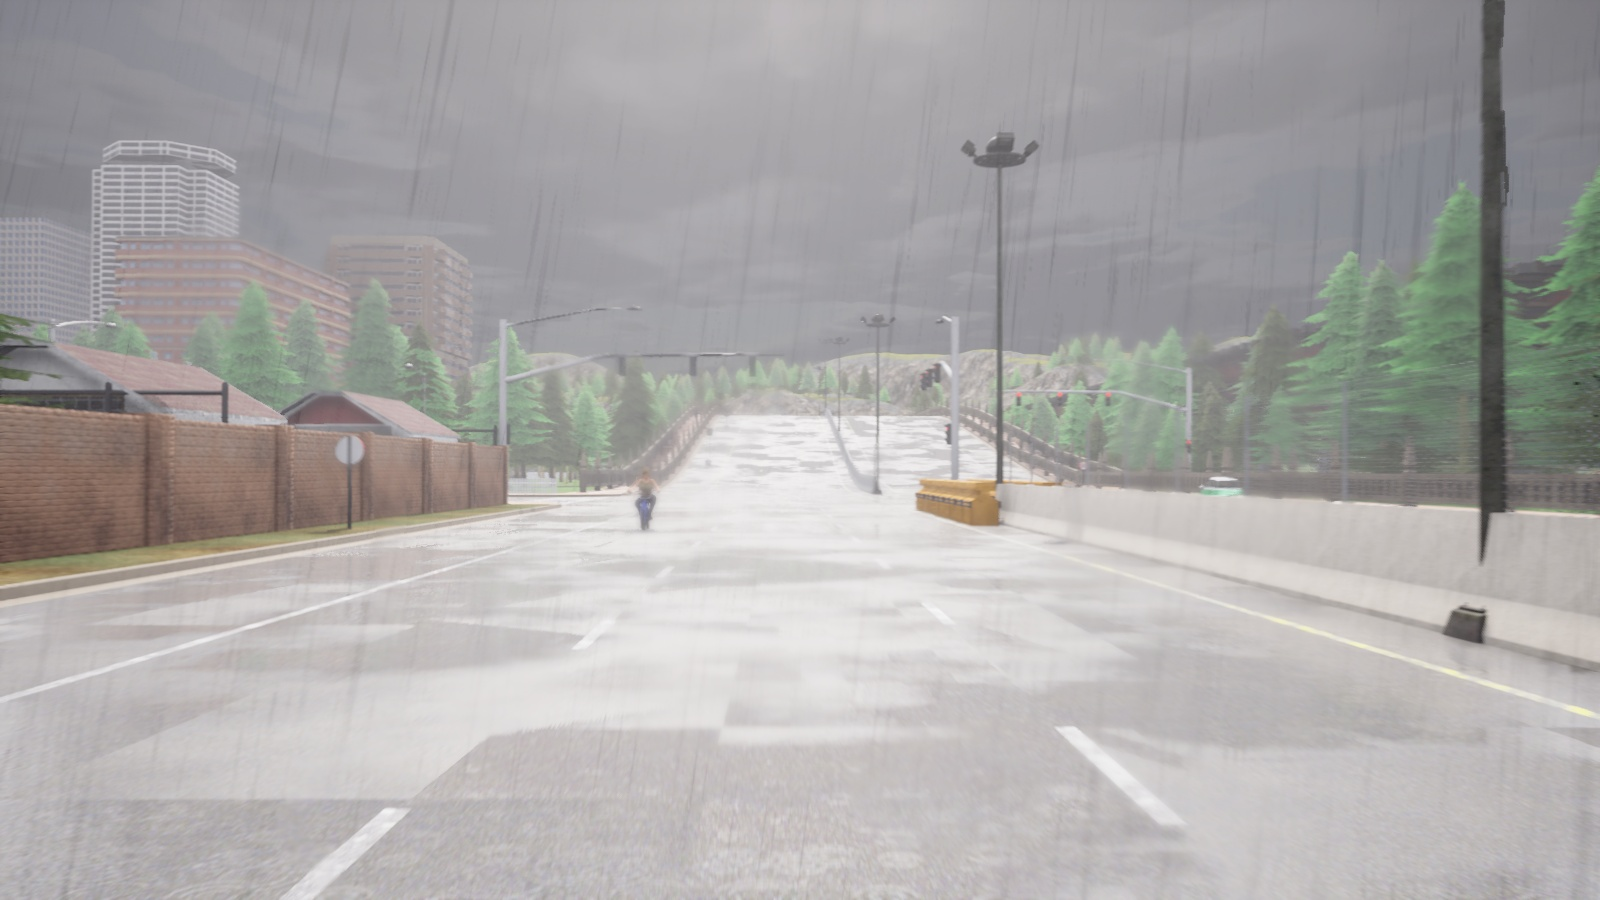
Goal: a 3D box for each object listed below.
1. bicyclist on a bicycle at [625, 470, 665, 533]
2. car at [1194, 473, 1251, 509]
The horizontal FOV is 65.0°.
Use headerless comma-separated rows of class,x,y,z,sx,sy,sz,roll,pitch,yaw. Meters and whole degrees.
bicyclist on a bicycle,-4.056,1.324,32.884,0.866,1.612,1.509,0,-1,-1
car,16.656,1.603,49.568,1.481,1.376,2.207,0,-1,-1
